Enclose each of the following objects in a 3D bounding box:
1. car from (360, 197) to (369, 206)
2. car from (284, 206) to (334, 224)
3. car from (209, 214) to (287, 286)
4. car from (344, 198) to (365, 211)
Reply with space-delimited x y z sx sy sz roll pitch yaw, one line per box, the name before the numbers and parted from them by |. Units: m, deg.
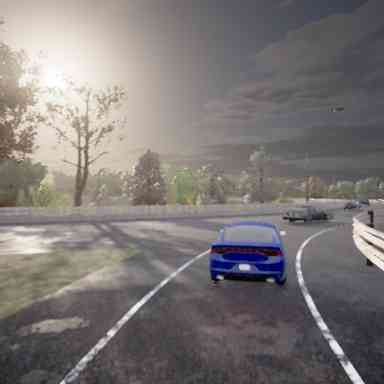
car | 41.621 2.348 80.945 2.150 2.045 5.566 0 -1 21
car | 10.157 1.939 29.024 5.357 1.411 2.033 1 -1 -37
car | 1.785 1.610 10.041 1.882 1.535 5.008 0 -1 13
car | 26.410 2.259 54.620 1.837 1.490 4.892 0 0 38
